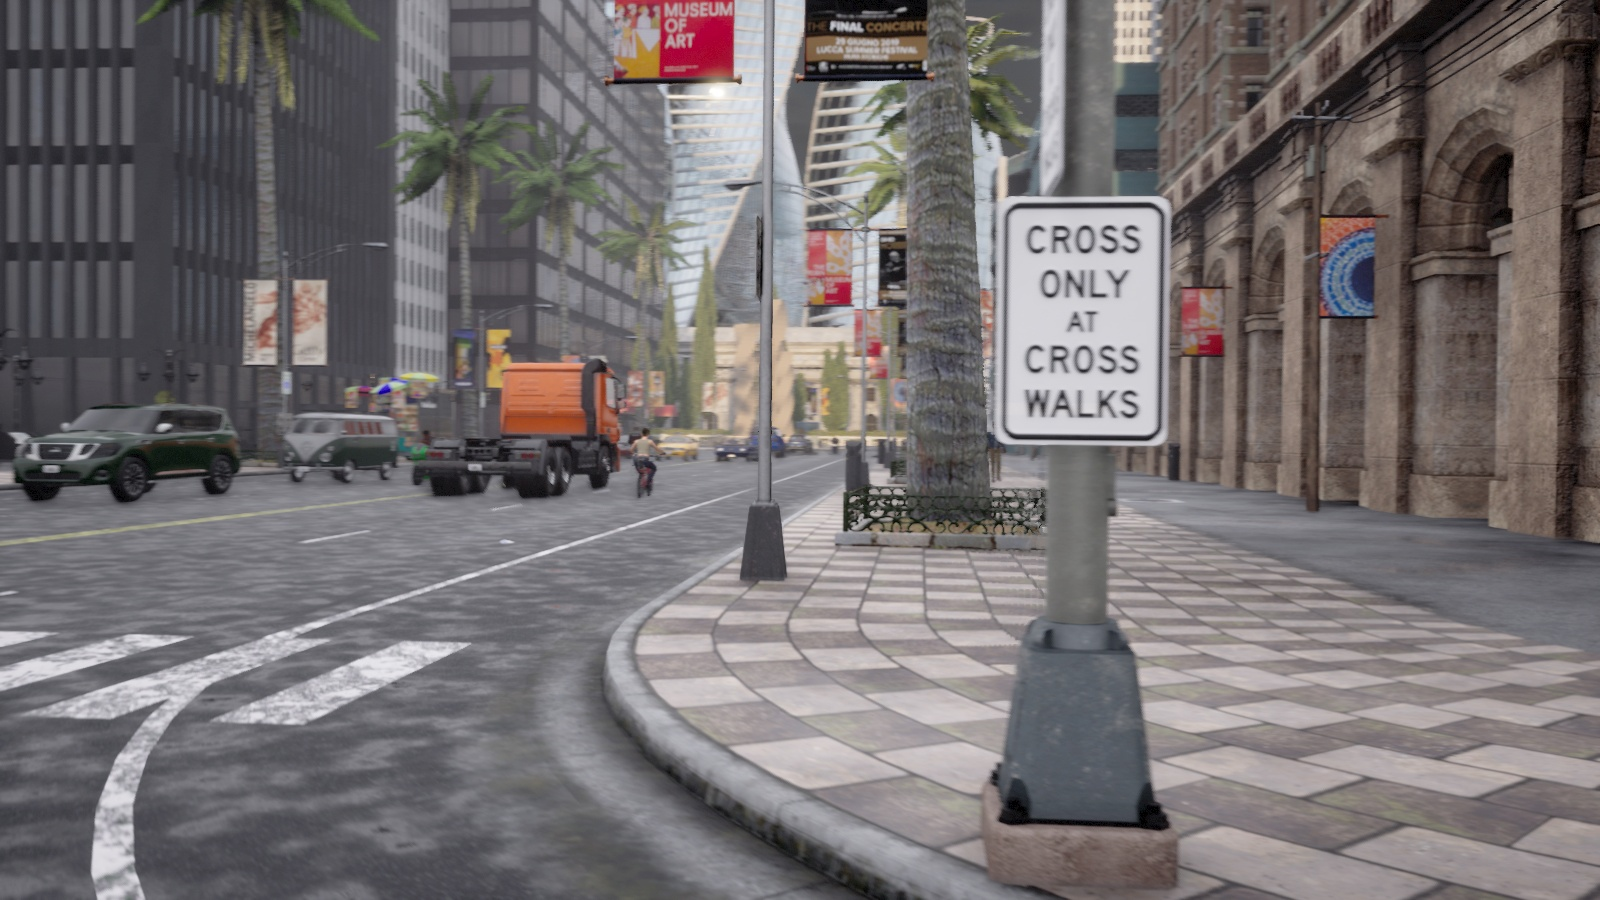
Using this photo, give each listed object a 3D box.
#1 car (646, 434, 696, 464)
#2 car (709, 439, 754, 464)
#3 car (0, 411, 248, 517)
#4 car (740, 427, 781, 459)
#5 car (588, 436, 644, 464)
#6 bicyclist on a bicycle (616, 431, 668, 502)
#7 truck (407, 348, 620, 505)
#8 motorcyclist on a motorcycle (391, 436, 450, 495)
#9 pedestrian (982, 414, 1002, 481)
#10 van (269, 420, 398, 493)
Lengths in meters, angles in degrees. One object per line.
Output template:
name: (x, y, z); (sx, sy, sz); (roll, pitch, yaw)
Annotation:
car: (-7.183, -0.087, 70.465); (1.801, 1.575, 5.366); (0, 1, 5)
car: (-3.755, 0.061, 69.411); (1.895, 1.301, 4.718); (0, 1, 5)
car: (-14.389, 0.247, 27.082); (2.150, 2.045, 5.566); (0, 1, 5)
car: (-2.595, -0.498, 84.011); (2.150, 2.045, 5.566); (0, 1, 5)
car: (-10.552, -0.022, 72.242); (2.163, 1.488, 4.792); (0, 1, 5)
bicyclist on a bicycle: (-3.655, 0.360, 29.184); (0.866, 1.612, 1.509); (0, 1, 5)
truck: (-6.932, -0.564, 31.803); (2.891, 3.462, 7.936); (0, 1, 5)
motorcyclist on a motorcycle: (-10.241, 0.399, 33.982); (0.797, 1.523, 2.044); (0, 1, 5)
pedestrian: (5.643, -0.078, 36.884); (0.423, 1.949, 0.788); (0, 1, -2)
van: (-13.512, 0.164, 36.658); (1.775, 1.987, 4.442); (0, 1, 5)
